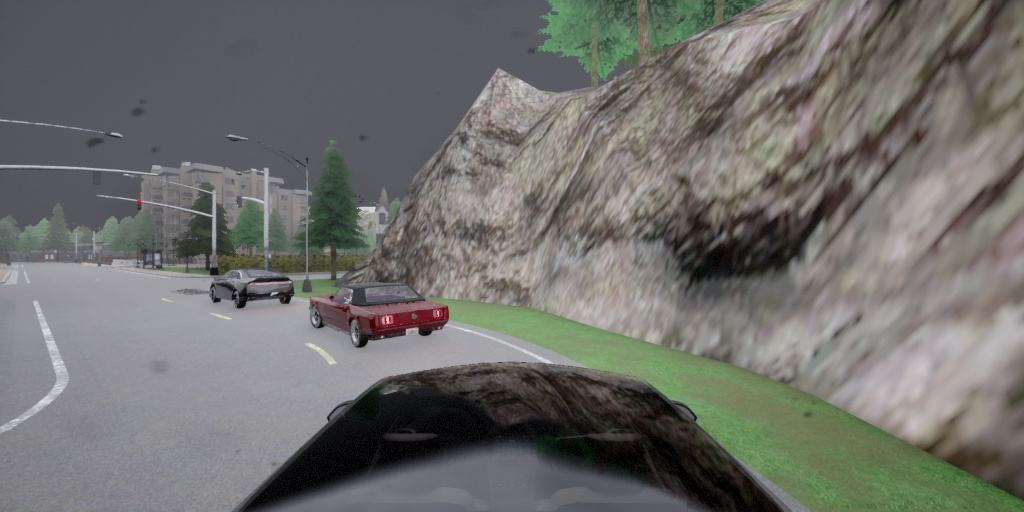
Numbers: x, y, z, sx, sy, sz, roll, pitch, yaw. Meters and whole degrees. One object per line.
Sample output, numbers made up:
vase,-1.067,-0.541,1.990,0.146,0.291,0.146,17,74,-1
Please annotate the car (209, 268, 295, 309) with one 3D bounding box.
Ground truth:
car,-11.016,1.242,15.103,4.902,1.511,2.128,0,0,36

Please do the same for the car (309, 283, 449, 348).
car,-3.713,1.351,9.393,1.895,1.301,4.718,0,0,-44
